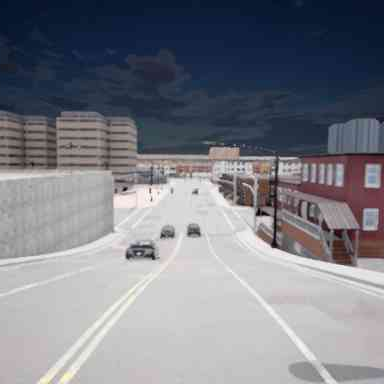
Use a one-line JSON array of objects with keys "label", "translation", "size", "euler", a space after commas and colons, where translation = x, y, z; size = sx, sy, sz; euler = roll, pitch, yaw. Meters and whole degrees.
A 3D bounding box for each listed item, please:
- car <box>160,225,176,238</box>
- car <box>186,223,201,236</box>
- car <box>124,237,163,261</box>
[{"label": "car", "translation": [-3.187, 5.184, 44.497], "size": [1.882, 1.535, 5.008], "euler": [1, 2, 0]}, {"label": "car", "translation": [0.219, 5.132, 46.669], "size": [1.837, 1.490, 4.892], "euler": [0, 3, -3]}, {"label": "car", "translation": [-3.427, 4.066, 23.530], "size": [1.994, 1.385, 4.181], "euler": [1, -8, 1]}]
